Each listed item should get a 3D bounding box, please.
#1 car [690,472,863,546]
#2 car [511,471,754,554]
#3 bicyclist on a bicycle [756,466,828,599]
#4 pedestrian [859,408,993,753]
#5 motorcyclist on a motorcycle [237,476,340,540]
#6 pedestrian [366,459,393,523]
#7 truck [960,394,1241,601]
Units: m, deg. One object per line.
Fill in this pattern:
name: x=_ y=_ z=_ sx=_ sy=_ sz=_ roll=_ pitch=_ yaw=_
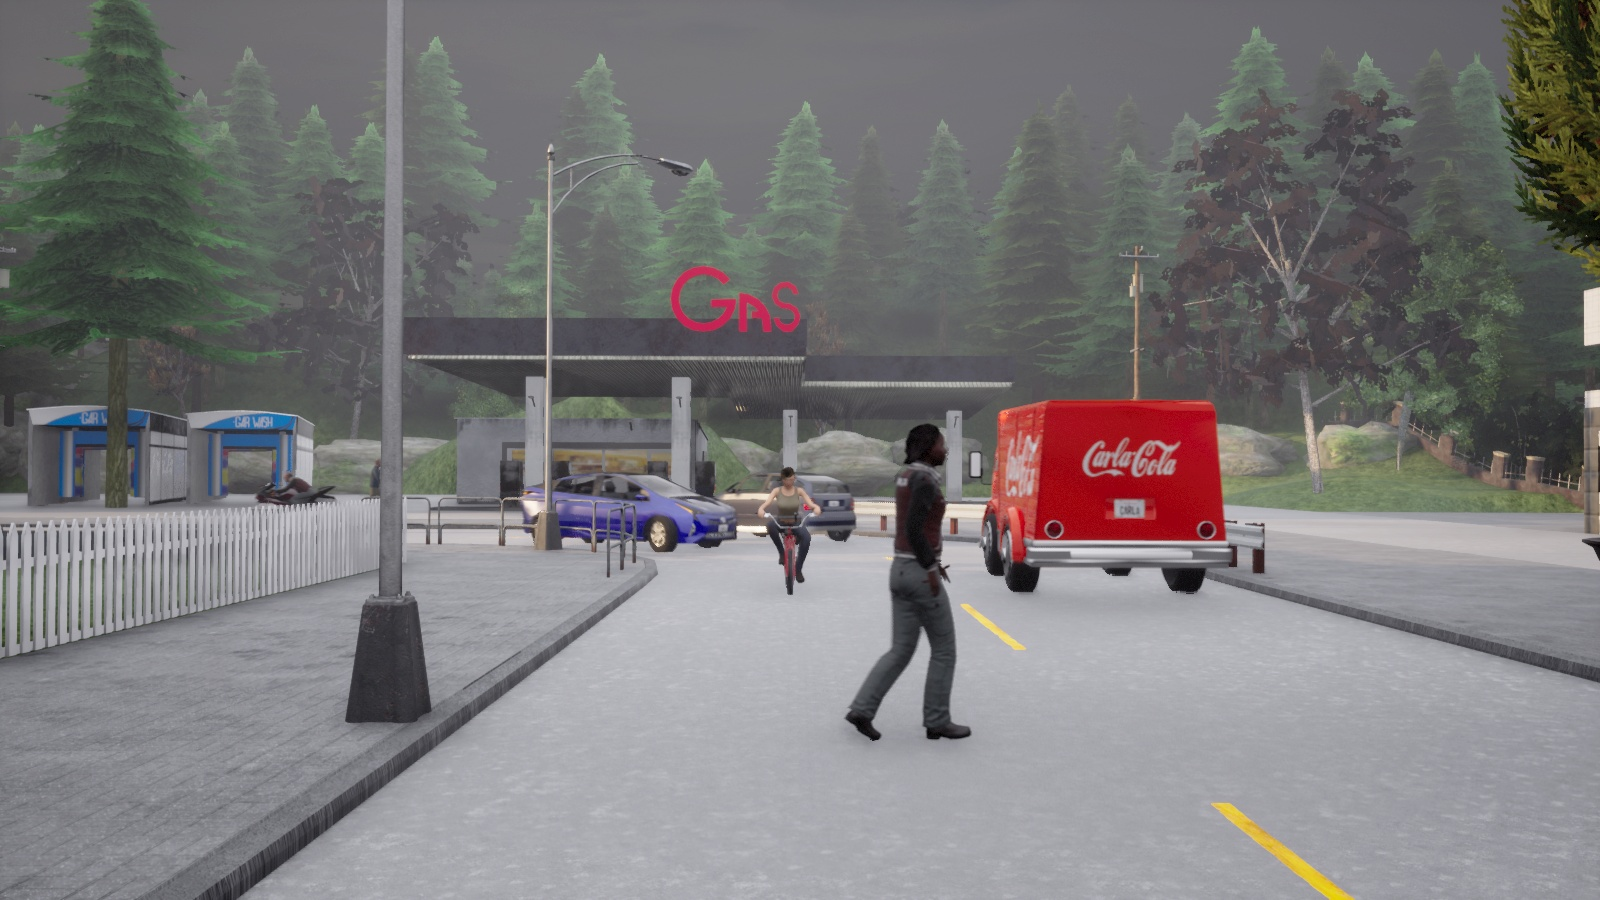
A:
car: x=-0.580 y=1.268 z=28.116 sx=3.705 sy=1.549 sz=1.789 roll=-1 pitch=-2 yaw=45
car: x=-3.373 y=1.197 z=25.123 sx=4.514 sy=1.525 sz=2.007 roll=-1 pitch=-1 yaw=29
bicyclist on a bicycle: x=-0.123 y=1.021 z=16.091 sx=0.866 sy=1.612 sz=1.509 roll=-1 pitch=-1 yaw=-2
pedestrian: x=0.726 y=0.730 z=7.295 sx=0.666 sy=1.930 sz=0.402 roll=0 pitch=-1 yaw=-14
motorcyclist on a motorcycle: x=-12.637 y=1.420 z=31.056 sx=2.191 sy=1.530 sz=0.866 roll=0 pitch=-1 yaw=0
pedestrian: x=-12.297 y=1.188 z=36.717 sx=0.726 sy=1.842 sz=0.402 roll=0 pitch=-1 yaw=-14
truck: x=3.929 y=0.608 z=17.639 sx=2.627 sy=2.467 sz=5.204 roll=0 pitch=-1 yaw=-1
